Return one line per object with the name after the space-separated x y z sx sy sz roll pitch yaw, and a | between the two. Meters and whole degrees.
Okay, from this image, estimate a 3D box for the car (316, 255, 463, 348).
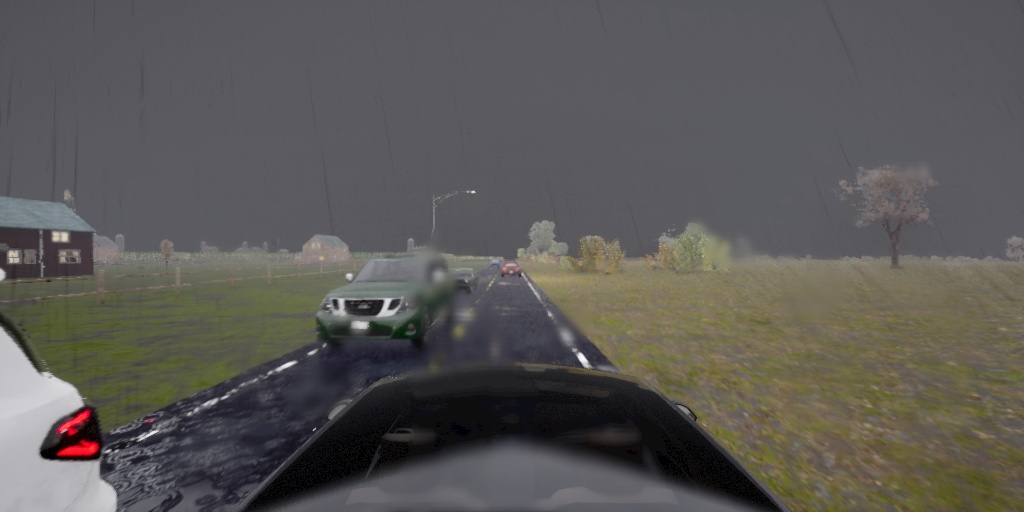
-2.884 0.981 9.631 2.150 2.045 5.566 0 0 0 | car

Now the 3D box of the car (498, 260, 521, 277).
-0.083 1.268 34.569 1.812 1.442 4.674 0 0 0 | car

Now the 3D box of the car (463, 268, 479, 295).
-2.941 1.358 19.969 1.895 1.301 4.718 0 0 0 | car
